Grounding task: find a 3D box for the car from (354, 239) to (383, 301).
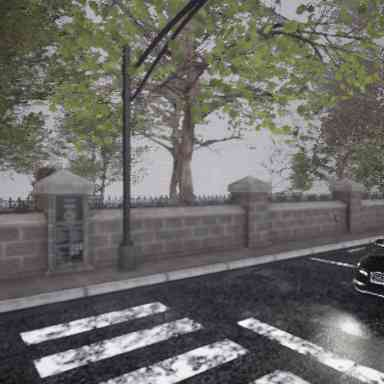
[{"bbox_3d":[5.483,1.450,7.286,4.892,1.490,1.837,0,0,-35],"label":"car"}]
